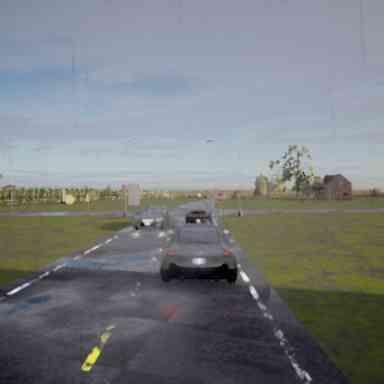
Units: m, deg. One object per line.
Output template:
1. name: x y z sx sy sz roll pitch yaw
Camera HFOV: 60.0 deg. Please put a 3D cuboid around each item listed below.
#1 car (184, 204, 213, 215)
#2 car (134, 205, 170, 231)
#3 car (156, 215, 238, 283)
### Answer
1. car: 0.483 1.627 24.192 1.837 1.490 4.892 0 0 2
2. car: -2.497 1.601 21.744 2.128 1.511 4.902 0 0 2
3. car: 0.181 1.615 9.860 1.994 1.385 4.181 0 0 0
